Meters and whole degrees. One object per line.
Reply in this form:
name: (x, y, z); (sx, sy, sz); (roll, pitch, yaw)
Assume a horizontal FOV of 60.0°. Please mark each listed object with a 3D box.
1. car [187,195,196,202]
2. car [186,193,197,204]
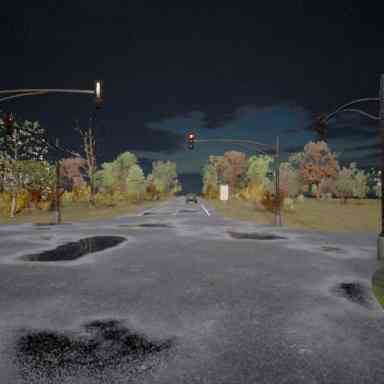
car: (-0.078, 1.463, 77.928); (2.033, 1.411, 5.357); (0, 0, 0)
car: (-0.068, 1.291, 67.537); (2.150, 2.045, 5.566); (0, 0, 0)
